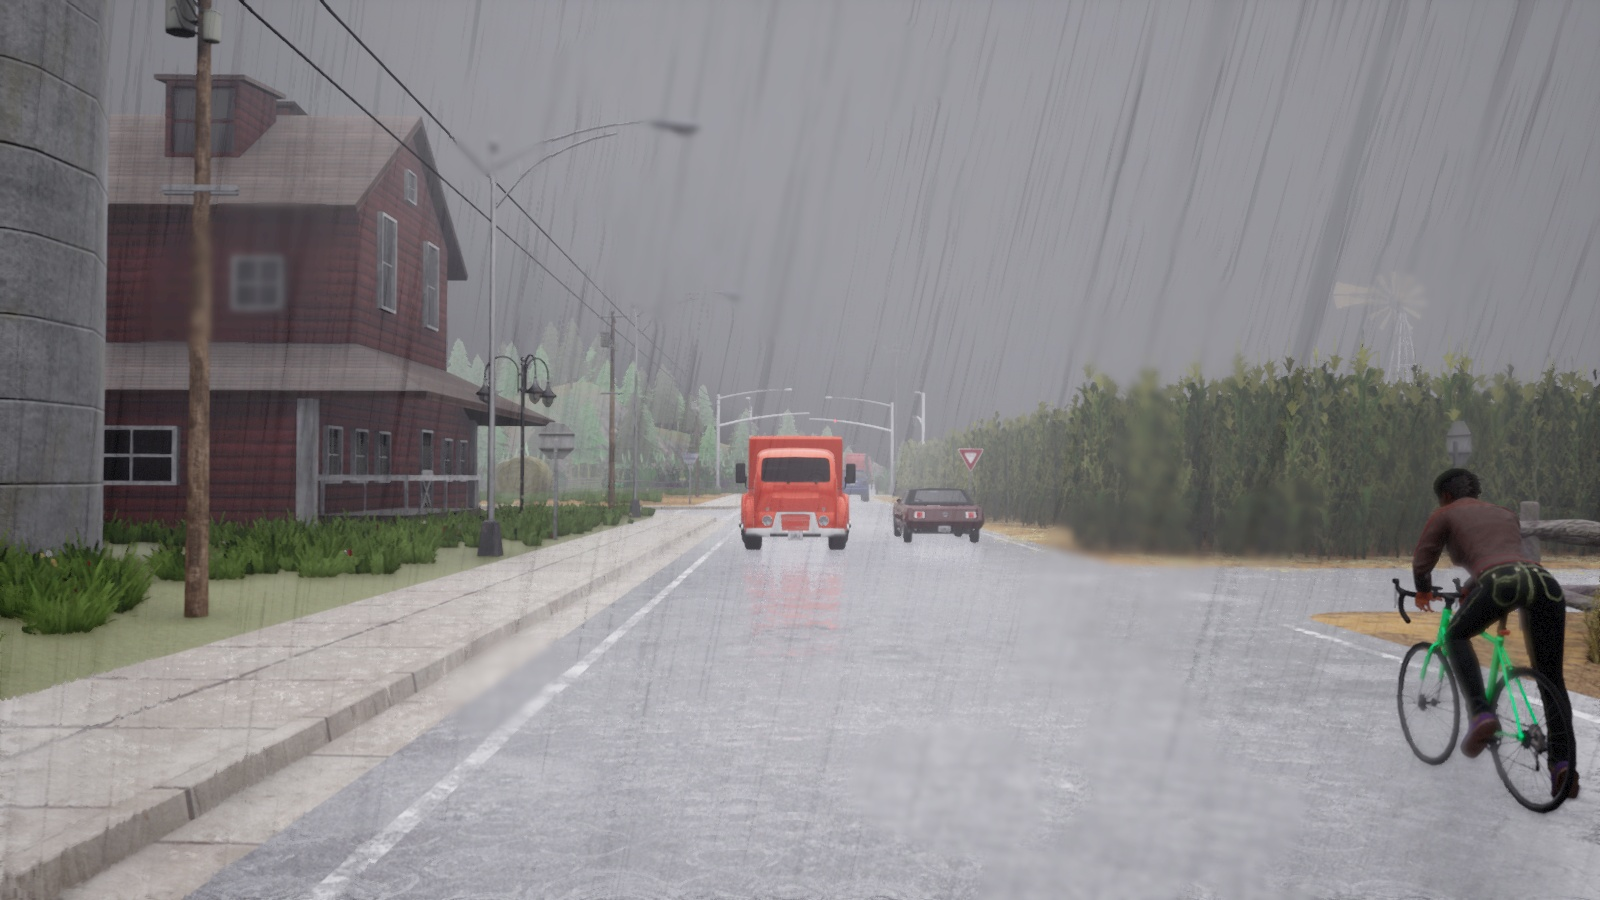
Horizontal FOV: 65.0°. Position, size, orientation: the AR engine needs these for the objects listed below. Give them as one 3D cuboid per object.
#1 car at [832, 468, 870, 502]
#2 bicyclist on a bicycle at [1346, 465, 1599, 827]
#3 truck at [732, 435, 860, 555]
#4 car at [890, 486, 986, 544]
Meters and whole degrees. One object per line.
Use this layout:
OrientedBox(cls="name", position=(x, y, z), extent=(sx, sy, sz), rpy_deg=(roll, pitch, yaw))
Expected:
OrientedBox(cls="car", position=(3.233, 2.221, 80.197), extent=(2.150, 2.045, 5.566), rpy_deg=(0, -1, 0))
OrientedBox(cls="bicyclist on a bicycle", position=(3.476, 0.897, 6.464), extent=(0.582, 1.620, 1.656), rpy_deg=(0, -1, 0))
OrientedBox(cls="truck", position=(-0.100, 0.914, 28.392), extent=(2.627, 2.467, 5.204), rpy_deg=(0, 0, 0))
OrientedBox(cls="car", position=(3.394, 1.578, 31.687), extent=(1.895, 1.301, 4.718), rpy_deg=(0, -1, 0))
